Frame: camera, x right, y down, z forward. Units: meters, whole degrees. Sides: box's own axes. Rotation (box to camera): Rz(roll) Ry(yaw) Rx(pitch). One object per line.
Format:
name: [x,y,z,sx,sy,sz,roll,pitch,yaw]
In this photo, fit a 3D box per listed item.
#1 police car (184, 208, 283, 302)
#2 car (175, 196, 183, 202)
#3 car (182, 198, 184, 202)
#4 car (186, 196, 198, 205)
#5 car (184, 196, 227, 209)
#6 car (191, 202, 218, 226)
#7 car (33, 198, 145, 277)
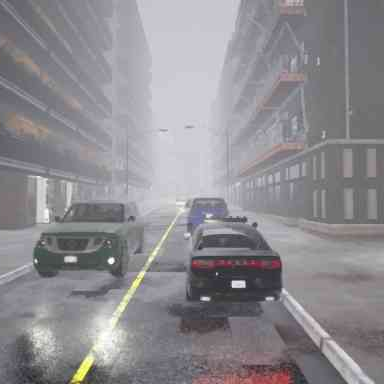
police car: [0.824,1.430,8.469,1.930,1.638,5.238,0,0,0]
car: [-2.757,1.597,74.411,2.033,1.411,5.357,0,0,0]
car: [0.004,1.530,45.698,1.837,1.490,4.892,0,0,0]
car: [-0.005,1.528,59.999,2.128,1.511,4.902,0,0,0]
car: [0.823,1.235,18.396,2.150,2.045,5.566,0,0,0]
car: [0.823,1.539,24.367,1.812,1.442,4.674,0,0,0]
car: [-2.851,1.227,10.573,2.150,2.045,5.566,0,0,0]
